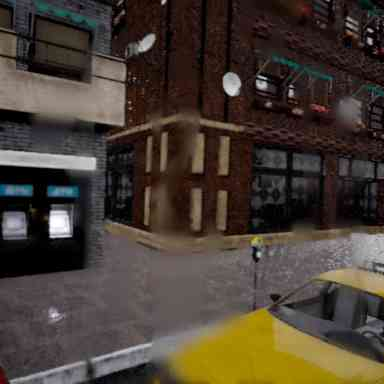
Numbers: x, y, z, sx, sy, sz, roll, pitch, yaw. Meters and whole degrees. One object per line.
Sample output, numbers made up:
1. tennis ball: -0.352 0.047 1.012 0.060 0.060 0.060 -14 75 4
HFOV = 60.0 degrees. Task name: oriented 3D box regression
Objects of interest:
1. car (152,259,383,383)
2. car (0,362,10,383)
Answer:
1. car: 1.935 1.497 3.673 4.829 1.417 1.752 1 2 -34
2. car: -2.531 1.340 0.679 4.097 1.590 1.967 1 2 -34
